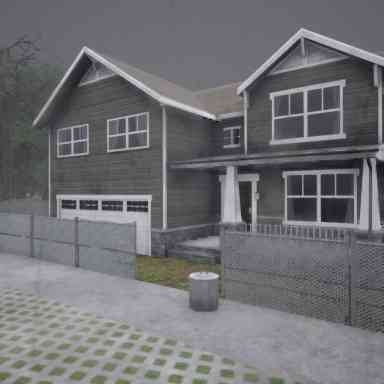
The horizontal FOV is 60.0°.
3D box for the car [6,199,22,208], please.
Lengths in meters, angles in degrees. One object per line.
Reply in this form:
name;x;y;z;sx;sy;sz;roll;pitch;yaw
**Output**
car;-17.242;1.465;31.796;4.902;1.511;2.128;0;0;-32
